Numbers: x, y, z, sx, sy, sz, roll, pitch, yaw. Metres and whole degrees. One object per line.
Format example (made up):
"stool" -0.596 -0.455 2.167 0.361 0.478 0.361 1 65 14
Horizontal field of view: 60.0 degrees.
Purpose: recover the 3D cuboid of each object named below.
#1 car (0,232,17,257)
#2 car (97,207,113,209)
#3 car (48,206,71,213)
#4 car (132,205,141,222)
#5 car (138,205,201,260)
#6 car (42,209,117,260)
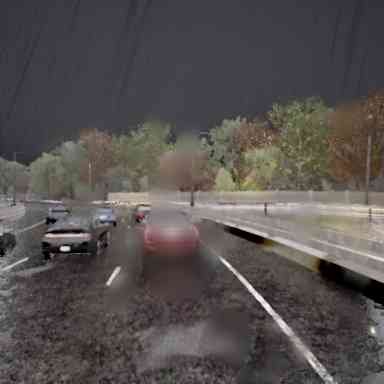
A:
"car" -7.654 1.713 10.824 2.033 1.411 5.357 0 -1 -6
"car" -6.989 1.906 26.594 2.033 1.411 5.357 0 -1 -15
"car" -10.965 1.882 27.890 2.128 1.511 4.902 0 -1 -15
"car" -4.345 1.919 30.182 1.812 1.442 4.674 0 -1 -16
"car" -0.939 1.524 13.500 2.097 1.767 4.553 0 -1 -7
"car" -4.429 1.675 13.270 2.128 1.511 4.902 0 -1 -7
